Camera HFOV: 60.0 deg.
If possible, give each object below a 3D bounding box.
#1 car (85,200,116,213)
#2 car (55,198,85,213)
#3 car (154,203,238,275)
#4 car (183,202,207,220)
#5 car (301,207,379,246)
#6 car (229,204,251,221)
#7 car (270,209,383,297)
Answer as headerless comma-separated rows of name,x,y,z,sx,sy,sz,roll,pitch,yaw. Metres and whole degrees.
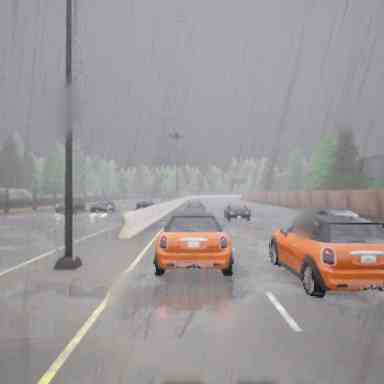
car,-10.205,1.655,38.530,2.033,1.411,5.357,0,0,1
car,-13.714,1.457,37.760,2.097,1.767,4.553,0,0,2
car,0.034,1.381,10.708,2.097,1.767,4.553,0,0,0
car,0.302,1.648,30.324,1.994,1.385,4.181,0,0,1
car,7.036,1.570,16.448,1.812,1.442,4.674,0,0,0
car,3.745,1.678,28.155,1.895,1.301,4.718,0,0,1
car,3.540,1.376,8.807,2.097,1.767,4.553,0,0,0
